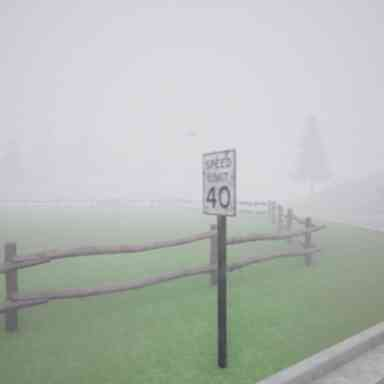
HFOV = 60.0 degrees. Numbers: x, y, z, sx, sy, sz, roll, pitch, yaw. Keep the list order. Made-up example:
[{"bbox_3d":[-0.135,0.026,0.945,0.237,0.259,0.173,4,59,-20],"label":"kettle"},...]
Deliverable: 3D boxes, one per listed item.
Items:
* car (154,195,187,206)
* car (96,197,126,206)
[{"bbox_3d":[-3.208,1.274,49.111,5.008,1.535,1.882,0,0,23],"label":"car"},{"bbox_3d":[-11.706,1.419,48.339,4.181,1.385,1.994,0,0,7],"label":"car"}]
